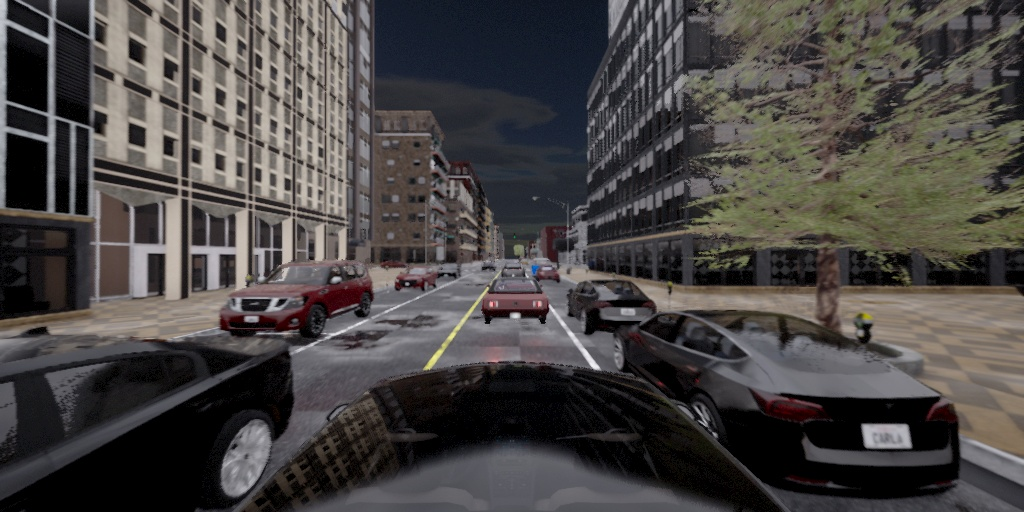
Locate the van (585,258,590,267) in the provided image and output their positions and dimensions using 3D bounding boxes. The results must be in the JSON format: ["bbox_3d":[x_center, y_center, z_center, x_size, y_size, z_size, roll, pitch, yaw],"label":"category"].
[{"bbox_3d":[14.903,1.172,62.335,3.998,1.789,1.690,0,0,0],"label":"van"}]

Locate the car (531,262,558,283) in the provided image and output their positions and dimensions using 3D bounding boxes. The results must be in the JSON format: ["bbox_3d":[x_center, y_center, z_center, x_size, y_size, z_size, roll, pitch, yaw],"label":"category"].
[{"bbox_3d":[2.660,1.329,27.383,1.802,1.307,4.207,0,0,0],"label":"car"}]

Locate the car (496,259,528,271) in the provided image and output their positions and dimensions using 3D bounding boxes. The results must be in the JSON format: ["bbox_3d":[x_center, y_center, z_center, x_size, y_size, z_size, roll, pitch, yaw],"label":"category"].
[{"bbox_3d":[0.102,1.238,28.874,2.128,1.511,4.902,0,0,0],"label":"car"}]

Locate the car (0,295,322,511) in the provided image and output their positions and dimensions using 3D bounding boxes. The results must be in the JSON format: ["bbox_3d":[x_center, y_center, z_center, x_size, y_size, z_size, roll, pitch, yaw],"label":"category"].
[{"bbox_3d":[-3.100,1.228,1.506,1.882,1.535,5.008,0,0,0],"label":"car"}]

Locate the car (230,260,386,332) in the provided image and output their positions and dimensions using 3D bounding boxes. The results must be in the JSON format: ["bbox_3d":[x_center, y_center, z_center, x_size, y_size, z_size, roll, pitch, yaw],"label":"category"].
[{"bbox_3d":[-5.689,1.062,10.343,2.192,1.841,5.009,0,0,0],"label":"car"}]

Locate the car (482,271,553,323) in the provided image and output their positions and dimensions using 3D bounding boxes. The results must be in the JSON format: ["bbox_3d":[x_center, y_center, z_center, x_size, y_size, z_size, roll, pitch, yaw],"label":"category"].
[{"bbox_3d":[0.100,1.348,12.045,1.895,1.301,4.718,0,0,0],"label":"car"}]

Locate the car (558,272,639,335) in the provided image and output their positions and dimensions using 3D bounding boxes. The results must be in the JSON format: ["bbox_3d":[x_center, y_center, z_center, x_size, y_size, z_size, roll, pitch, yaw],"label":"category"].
[{"bbox_3d":[2.659,1.313,10.316,1.948,1.339,4.313,0,0,0],"label":"car"}]

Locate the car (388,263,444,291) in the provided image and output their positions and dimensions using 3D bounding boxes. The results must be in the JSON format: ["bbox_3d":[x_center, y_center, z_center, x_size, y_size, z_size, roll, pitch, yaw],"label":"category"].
[{"bbox_3d":[-5.688,1.291,21.722,1.888,1.381,4.507,0,0,0],"label":"car"}]

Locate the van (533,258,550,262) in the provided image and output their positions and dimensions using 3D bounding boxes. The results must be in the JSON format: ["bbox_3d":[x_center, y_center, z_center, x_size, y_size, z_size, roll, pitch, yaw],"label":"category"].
[{"bbox_3d":[2.660,1.089,33.072,1.690,1.789,3.998,0,0,0],"label":"van"}]

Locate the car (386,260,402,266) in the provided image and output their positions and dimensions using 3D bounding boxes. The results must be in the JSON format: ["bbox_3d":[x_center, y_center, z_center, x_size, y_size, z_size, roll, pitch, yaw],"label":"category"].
[{"bbox_3d":[-17.461,1.280,53.881,4.207,1.307,1.802,0,0,0],"label":"car"}]

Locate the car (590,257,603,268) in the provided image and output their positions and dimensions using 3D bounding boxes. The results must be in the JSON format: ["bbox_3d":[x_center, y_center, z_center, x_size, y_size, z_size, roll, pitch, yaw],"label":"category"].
[{"bbox_3d":[14.925,1.105,53.955,5.009,1.841,2.192,0,0,0],"label":"car"}]

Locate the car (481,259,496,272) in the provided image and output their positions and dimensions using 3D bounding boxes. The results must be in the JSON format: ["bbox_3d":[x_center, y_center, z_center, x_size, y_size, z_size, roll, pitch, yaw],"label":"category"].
[{"bbox_3d":[-2.995,1.418,46.497,1.895,1.301,4.718,0,0,0],"label":"car"}]

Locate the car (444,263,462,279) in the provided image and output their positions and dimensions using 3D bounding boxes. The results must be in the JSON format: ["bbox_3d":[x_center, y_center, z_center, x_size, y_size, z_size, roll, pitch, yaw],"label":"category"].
[{"bbox_3d":[-5.687,1.314,33.099,1.948,1.339,4.313,0,0,0],"label":"car"}]

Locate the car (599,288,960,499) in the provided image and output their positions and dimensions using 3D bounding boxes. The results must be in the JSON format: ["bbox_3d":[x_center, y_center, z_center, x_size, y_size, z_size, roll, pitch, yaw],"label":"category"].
[{"bbox_3d":[2.658,1.315,4.627,1.948,1.339,4.313,0,0,0],"label":"car"}]
